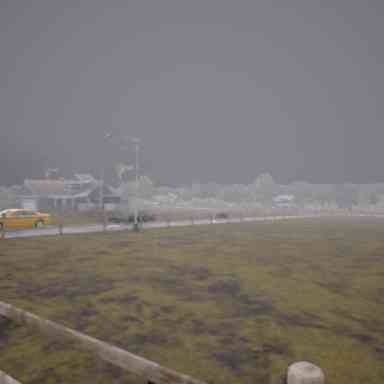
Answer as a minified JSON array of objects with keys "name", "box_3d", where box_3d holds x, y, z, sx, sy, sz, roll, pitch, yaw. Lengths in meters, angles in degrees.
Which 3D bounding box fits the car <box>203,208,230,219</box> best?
[{"name":"car","box_3d":[3.521,3.012,47.505,2.097,1.767,4.553,0,-2,36]}]

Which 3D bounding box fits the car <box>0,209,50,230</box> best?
[{"name":"car","box_3d":[-12.962,1.979,24.317,1.882,1.535,5.008,0,-2,34]}]

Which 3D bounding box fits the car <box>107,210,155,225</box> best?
[{"name":"car","box_3d":[-6.107,2.523,34.034,2.033,1.411,5.357,0,-2,35]}]
